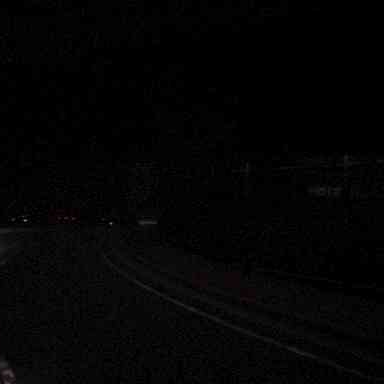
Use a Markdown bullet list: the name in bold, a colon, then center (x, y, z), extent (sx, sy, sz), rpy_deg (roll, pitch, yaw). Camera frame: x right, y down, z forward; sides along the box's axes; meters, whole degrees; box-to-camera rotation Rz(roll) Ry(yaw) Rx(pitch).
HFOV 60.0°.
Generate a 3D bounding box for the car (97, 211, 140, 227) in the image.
- **car**: center (-6.200, 2.353, 29.416), extent (1.895, 1.301, 4.718), rpy_deg (0, -2, 11)

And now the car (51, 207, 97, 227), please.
- **car**: center (-9.851, 2.276, 29.768), extent (2.033, 1.411, 5.357), rpy_deg (0, -2, 12)

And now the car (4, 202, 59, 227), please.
- **car**: center (-13.612, 1.893, 28.867), extent (2.150, 2.045, 5.566), rpy_deg (0, -2, 10)
